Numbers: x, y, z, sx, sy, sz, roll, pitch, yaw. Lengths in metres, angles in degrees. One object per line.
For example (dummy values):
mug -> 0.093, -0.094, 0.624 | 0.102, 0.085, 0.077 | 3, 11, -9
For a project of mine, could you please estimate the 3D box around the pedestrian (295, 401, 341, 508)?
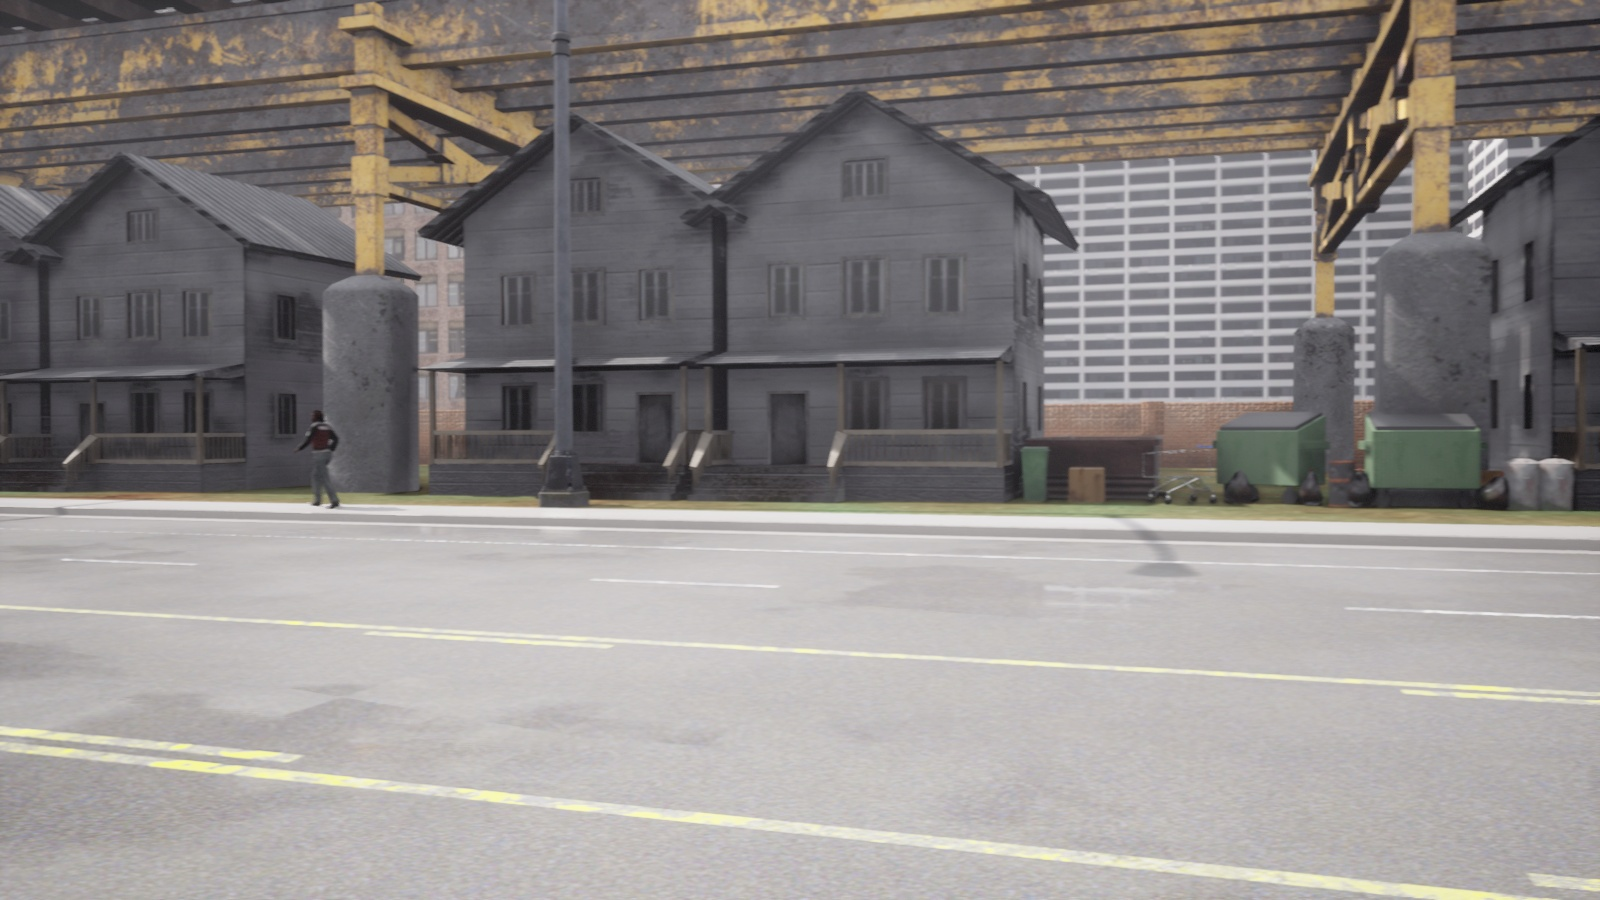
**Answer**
pedestrian -> -8.865, 0.076, 23.099 | 0.666, 1.930, 0.402 | 0, 1, 16
